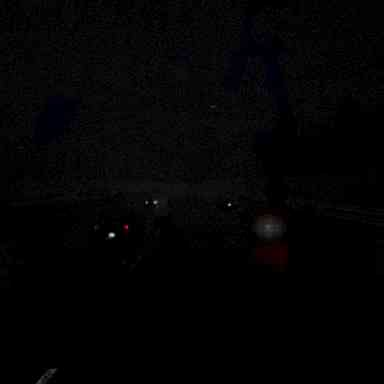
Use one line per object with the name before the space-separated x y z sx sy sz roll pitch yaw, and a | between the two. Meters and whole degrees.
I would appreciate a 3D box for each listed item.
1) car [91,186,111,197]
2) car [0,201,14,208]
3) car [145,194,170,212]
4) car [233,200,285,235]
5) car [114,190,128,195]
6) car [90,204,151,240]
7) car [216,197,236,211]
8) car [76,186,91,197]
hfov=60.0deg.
car | -17.507 -0.160 65.687 2.150 2.045 5.566 0 2 0
car | -14.101 1.345 23.122 1.812 1.442 4.674 0 1 0
car | -3.404 0.985 33.150 2.097 1.767 4.553 0 1 0
car | 3.598 1.389 17.986 1.837 1.490 4.892 0 1 0
car | -14.008 0.212 65.780 1.895 1.301 4.718 0 2 0
car | -3.402 1.501 16.338 1.895 1.301 4.718 0 1 0
car | 3.596 1.177 34.036 1.994 1.385 4.181 0 1 0
car | -21.006 -0.156 65.612 2.150 2.045 5.566 0 2 0
